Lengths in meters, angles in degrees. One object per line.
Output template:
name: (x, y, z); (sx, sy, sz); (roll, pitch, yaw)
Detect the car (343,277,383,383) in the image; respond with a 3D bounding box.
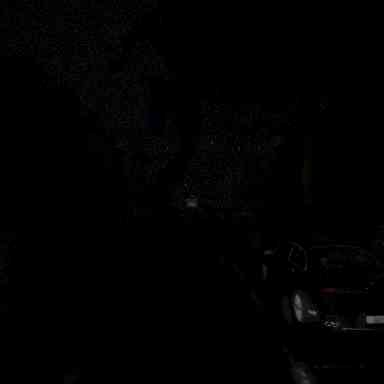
car: (2.621, 1.578, 1.387); (1.947, 1.339, 4.313); (-1, 0, 0)

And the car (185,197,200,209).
car: (-0.070, 1.973, 52.649); (1.812, 1.442, 4.674); (0, -1, 0)

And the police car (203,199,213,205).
police car: (2.692, 1.750, 39.233); (1.930, 1.638, 5.238); (0, -1, 0)

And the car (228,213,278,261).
car: (2.605, 1.679, 12.478); (1.802, 1.307, 4.206); (-1, 0, 0)

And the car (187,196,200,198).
car: (-0.095, 1.784, 64.617); (2.150, 2.045, 5.566); (0, -1, 0)

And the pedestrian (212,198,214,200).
pedestrian: (2.688, 1.646, 42.226); (0.375, 1.860, 0.375); (-1, 1, -10)

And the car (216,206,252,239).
car: (2.596, 1.686, 18.024); (1.887, 1.381, 4.507); (-1, 0, 0)

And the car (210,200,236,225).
car: (2.586, 1.628, 23.570); (1.967, 1.590, 4.097); (-1, -1, 0)

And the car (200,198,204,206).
car: (2.523, 2.142, 67.932); (2.008, 1.369, 4.403); (-1, -1, 0)

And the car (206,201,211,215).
car: (2.580, 1.786, 29.114); (2.008, 1.369, 4.403); (-1, -1, 0)

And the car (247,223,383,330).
car: (2.613, 1.605, 6.933); (2.008, 1.369, 4.403); (-1, 0, 0)
